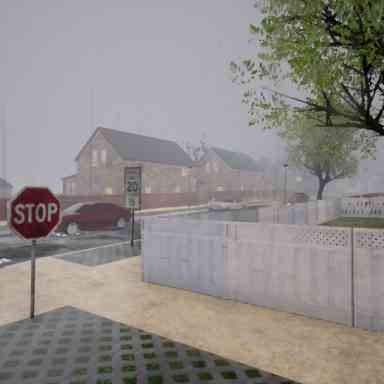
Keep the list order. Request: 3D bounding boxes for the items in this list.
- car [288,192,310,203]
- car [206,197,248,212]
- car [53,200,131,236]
[{"bbox_3d":[14.836,0.770,46.012,1.812,1.442,4.674,2,2,35],"label":"car"},{"bbox_3d":[3.214,1.137,29.795,1.895,1.301,4.718,2,2,35],"label":"car"},{"bbox_3d":[-5.465,1.242,17.551,1.882,1.535,5.008,2,2,35],"label":"car"}]
